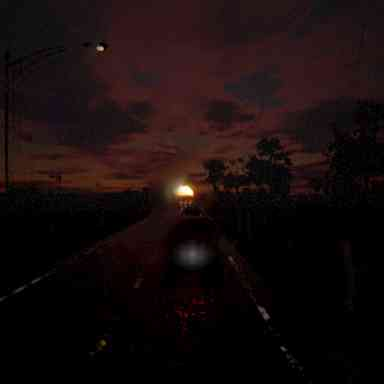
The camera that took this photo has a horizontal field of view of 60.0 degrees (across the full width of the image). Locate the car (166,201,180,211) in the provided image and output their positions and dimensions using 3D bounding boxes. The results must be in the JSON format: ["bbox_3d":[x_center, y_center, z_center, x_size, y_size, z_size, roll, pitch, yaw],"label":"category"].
[{"bbox_3d":[-2.790,2.125,50.479,1.812,1.442,4.674,0,-1,1],"label":"car"}]

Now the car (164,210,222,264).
[{"bbox_3d":[0.047,1.645,12.374,1.837,1.490,4.892,0,0,1],"label":"car"}]

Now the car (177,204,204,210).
[{"bbox_3d":[0.053,1.884,27.577,1.994,1.385,4.181,0,-1,1],"label":"car"}]
